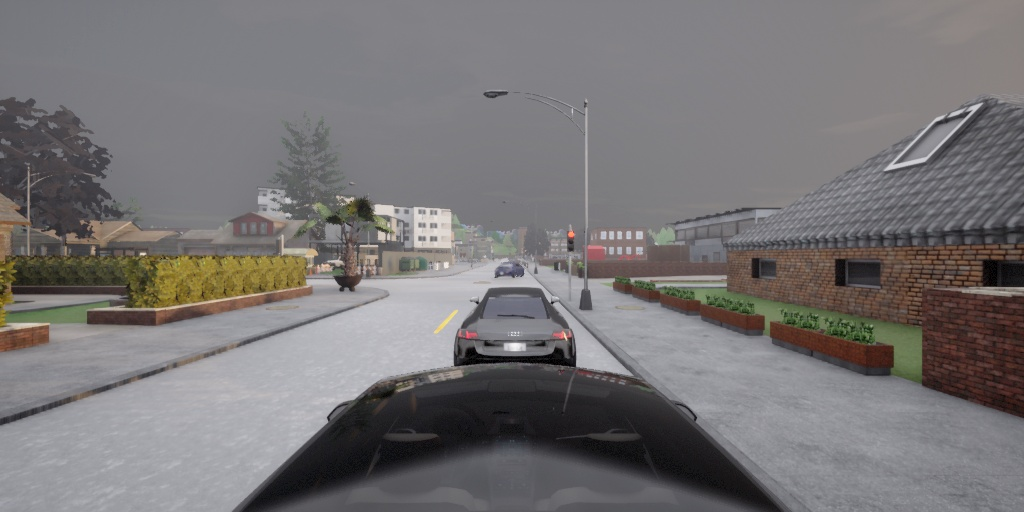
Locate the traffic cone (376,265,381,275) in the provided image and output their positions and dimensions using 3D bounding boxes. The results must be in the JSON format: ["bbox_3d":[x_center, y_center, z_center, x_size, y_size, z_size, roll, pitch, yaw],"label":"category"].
[{"bbox_3d":[-15.396,1.558,40.690,0.344,0.586,0.344,0,0,0],"label":"traffic cone"}]

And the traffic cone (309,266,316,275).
[{"bbox_3d":[-19.803,1.568,35.236,0.344,0.586,0.344,0,0,0],"label":"traffic cone"}]

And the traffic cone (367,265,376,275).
[{"bbox_3d":[-15.757,1.561,40.120,0.344,0.586,0.344,0,0,0],"label":"traffic cone"}]

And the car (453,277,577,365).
[{"bbox_3d":[0.058,1.314,7.306,1.994,1.385,4.181,0,0,0],"label":"car"}]

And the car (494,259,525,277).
[{"bbox_3d":[-0.218,1.276,32.649,1.812,1.442,4.674,1,0,17],"label":"car"}]
